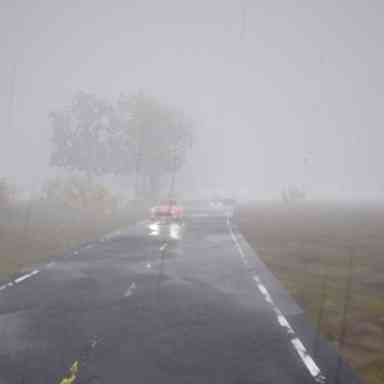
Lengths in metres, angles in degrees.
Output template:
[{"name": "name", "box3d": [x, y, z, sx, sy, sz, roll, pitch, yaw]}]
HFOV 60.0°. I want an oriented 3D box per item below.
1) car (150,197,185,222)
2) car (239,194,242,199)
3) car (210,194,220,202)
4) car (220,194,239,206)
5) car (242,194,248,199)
[{"name": "car", "box3d": [-1.814, 1.271, 25.623, 2.097, 1.767, 4.553, 0, 0, 6]}, {"name": "car", "box3d": [8.524, 1.144, 68.623, 1.837, 1.490, 4.892, 0, 0, 14]}, {"name": "car", "box3d": [4.825, 1.133, 65.773, 2.097, 1.767, 4.553, 0, 0, 14]}, {"name": "car", "box3d": [5.807, 1.317, 50.856, 1.882, 1.535, 5.008, 0, 0, 11]}, {"name": "car", "box3d": [13.121, 1.118, 84.973, 1.895, 1.301, 4.718, 0, 0, 18]}]
